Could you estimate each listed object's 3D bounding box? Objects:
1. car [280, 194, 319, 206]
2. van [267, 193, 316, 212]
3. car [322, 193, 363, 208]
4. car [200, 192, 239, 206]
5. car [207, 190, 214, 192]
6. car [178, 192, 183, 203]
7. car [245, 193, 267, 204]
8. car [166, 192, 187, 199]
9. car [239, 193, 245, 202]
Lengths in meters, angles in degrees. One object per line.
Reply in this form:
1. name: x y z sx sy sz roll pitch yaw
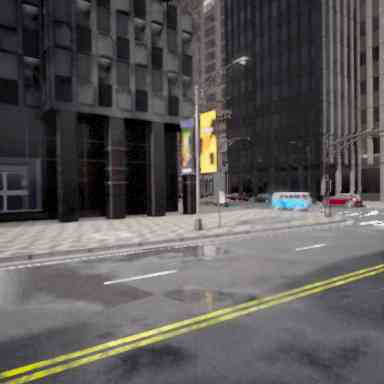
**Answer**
1. car: 13.234 0.946 41.285 1.947 1.339 4.313 -1 1 -35
2. van: 9.529 0.933 31.766 1.690 1.788 3.998 -1 1 -35
3. car: 16.485 0.871 36.695 1.967 1.590 4.097 -1 1 -35
4. car: 3.125 1.017 40.808 1.752 1.417 4.829 -1 1 -35
5. car: 3.478 0.541 55.050 2.192 1.841 5.009 -1 1 -35
6. car: -3.476 0.970 50.125 1.802 1.307 4.206 -1 1 -35
7. car: 9.982 0.880 45.875 2.008 1.369 4.403 -1 1 -35
8. car: -3.025 0.666 64.232 1.887 1.381 4.507 -1 1 -35
9. car: 6.730 0.823 50.464 1.887 1.381 4.507 -1 1 -35
